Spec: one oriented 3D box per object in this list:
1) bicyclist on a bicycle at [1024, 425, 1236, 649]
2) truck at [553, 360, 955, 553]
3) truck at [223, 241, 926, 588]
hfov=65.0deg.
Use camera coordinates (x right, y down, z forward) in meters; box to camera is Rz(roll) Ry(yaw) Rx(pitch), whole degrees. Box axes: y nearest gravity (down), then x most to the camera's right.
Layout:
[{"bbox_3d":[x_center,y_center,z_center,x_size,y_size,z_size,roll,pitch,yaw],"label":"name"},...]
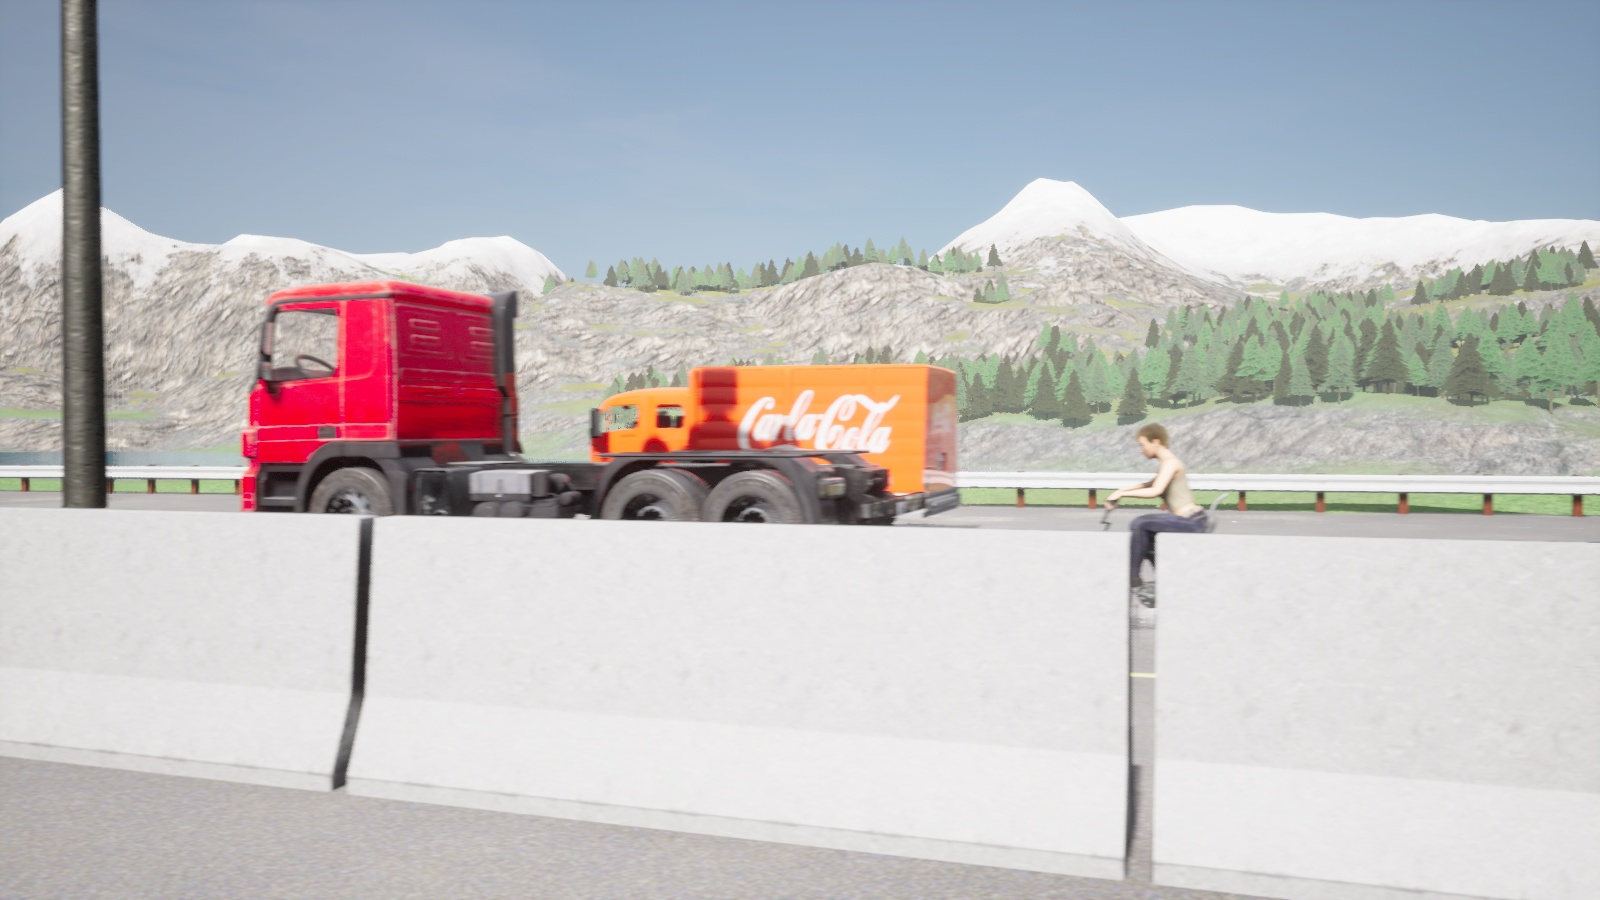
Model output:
[{"bbox_3d":[2.561,0.617,9.711,1.509,1.612,0.866,1,1,19],"label":"bicyclist on a bicycle"},{"bbox_3d":[-0.607,0.047,18.160,5.204,2.467,2.627,1,1,19],"label":"truck"},{"bbox_3d":[-2.695,-0.408,15.162,7.936,3.462,2.891,1,1,19],"label":"truck"}]
